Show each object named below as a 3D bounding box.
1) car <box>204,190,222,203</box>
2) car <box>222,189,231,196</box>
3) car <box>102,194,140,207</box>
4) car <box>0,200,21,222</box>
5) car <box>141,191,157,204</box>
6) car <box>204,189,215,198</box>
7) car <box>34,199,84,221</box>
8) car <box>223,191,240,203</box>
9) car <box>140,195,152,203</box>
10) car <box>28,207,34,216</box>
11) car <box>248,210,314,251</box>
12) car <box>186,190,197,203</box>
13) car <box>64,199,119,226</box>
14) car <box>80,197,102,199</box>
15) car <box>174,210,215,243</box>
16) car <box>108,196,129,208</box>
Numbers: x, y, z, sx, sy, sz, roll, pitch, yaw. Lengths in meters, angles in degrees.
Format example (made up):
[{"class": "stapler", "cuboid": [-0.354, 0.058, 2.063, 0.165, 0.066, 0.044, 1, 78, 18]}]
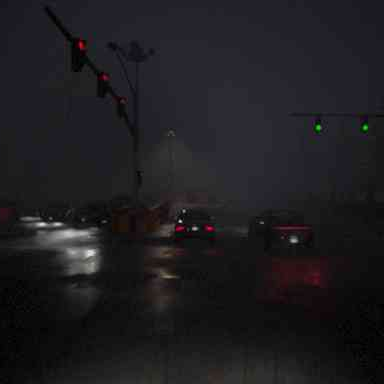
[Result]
[{"class": "car", "cuboid": [3.454, 0.884, 56.445, 2.097, 1.767, 4.553, 0, 4, 0]}, {"class": "car", "cuboid": [6.910, 0.221, 66.406, 1.837, 1.490, 4.892, 0, 6, 0]}, {"class": "car", "cuboid": [-7.053, 1.260, 33.723, 2.150, 2.045, 5.566, 0, 0, 0]}, {"class": "car", "cuboid": [-14.072, 1.379, 23.469, 2.097, 1.767, 4.553, 0, 0, 0]}, {"class": "car", "cuboid": [-7.038, 0.866, 54.454, 2.150, 2.045, 5.566, 0, 3, 0]}, {"class": "car", "cuboid": [3.410, 0.280, 66.398, 1.994, 1.385, 4.181, 0, 6, 0]}, {"class": "car", "cuboid": [-10.565, 1.579, 27.536, 2.033, 1.411, 5.357, 0, 0, 0]}, {"class": "car", "cuboid": [6.953, 1.079, 56.750, 1.994, 1.385, 4.181, 0, 4, 0]}, {"class": "car", "cuboid": [-7.022, 1.560, 43.960, 2.033, 1.411, 5.357, 0, 1, 0]}, {"class": "car", "cuboid": [-14.055, 1.585, 32.933, 2.033, 1.411, 5.357, 0, 0, 0]}, {"class": "car", "cuboid": [3.617, 1.508, 14.208, 2.128, 1.511, 4.902, 0, 0, 0]}, {"class": "car", "cuboid": [-0.046, 1.043, 56.348, 1.837, 1.490, 4.892, 0, 4, 0]}, {"class": "car", "cuboid": [-7.039, 1.519, 23.870, 2.128, 1.511, 4.902, 0, 0, -1]}, {"class": "car", "cuboid": [-10.547, 1.590, 37.602, 2.033, 1.411, 5.357, 0, 0, 0]}, {"class": "car", "cuboid": [0.119, 1.566, 16.186, 2.033, 1.411, 5.357, 0, 0, 0]}, {"class": "car", "cuboid": [-10.509, 1.404, 47.858, 1.882, 1.535, 5.008, 0, 2, 0]}]
